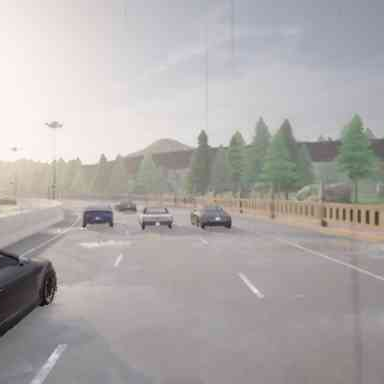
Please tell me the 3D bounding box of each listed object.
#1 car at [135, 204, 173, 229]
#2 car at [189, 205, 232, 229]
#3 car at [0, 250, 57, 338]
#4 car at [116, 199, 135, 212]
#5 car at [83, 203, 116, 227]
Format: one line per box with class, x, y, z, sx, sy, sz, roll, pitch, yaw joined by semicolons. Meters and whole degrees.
car;-2.481;1.581;21.681;1.895;1.301;4.718;0;0;-12
car;1.112;1.531;21.412;1.994;1.385;4.181;0;0;-11
car;-3.745;1.571;5.317;1.994;1.385;4.181;0;0;-3
car;-7.750;1.542;38.560;1.994;1.385;4.181;0;0;-22
car;-6.374;1.471;22.886;1.882;1.535;5.008;0;0;-13
